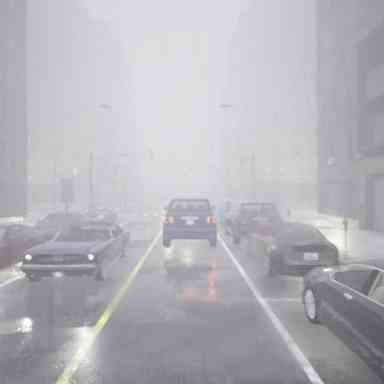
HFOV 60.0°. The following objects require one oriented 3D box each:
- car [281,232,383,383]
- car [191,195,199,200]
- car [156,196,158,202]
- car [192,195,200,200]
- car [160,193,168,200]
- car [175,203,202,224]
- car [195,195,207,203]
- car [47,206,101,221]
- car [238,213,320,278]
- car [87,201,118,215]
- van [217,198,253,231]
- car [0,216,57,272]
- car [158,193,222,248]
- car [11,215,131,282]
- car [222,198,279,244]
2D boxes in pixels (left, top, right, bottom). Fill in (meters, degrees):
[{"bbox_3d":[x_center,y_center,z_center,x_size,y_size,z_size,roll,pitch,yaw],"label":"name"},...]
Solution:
[{"bbox_3d":[2.821,1.529,4.309,2.008,1.369,4.403,0,0,-1],"label":"car"},{"bbox_3d":[0.768,1.434,93.014,1.887,1.381,4.507,0,0,-2],"label":"car"},{"bbox_3d":[-7.160,1.365,75.775,1.967,1.590,4.097,0,0,-2],"label":"car"},{"bbox_3d":[0.966,1.464,87.363,1.802,1.307,4.206,0,0,-2],"label":"car"},{"bbox_3d":[-7.754,1.245,92.730,2.192,1.841,5.009,0,0,-2],"label":"car"},{"bbox_3d":[-0.268,1.553,25.568,1.895,1.301,4.718,0,0,0],"label":"car"},{"bbox_3d":[1.754,1.332,64.761,1.967,1.590,4.097,0,0,-2],"label":"car"},{"bbox_3d":[-5.847,1.564,15.239,1.947,1.339,4.313,0,0,-1],"label":"car"},{"bbox_3d":[2.750,1.534,9.832,1.947,1.339,4.313,0,0,-1],"label":"car"},{"bbox_3d":[-5.918,1.428,20.763,1.967,1.590,4.097,0,0,-1],"label":"car"},{"bbox_3d":[2.606,1.288,20.878,1.690,1.788,3.998,0,0,-1],"label":"van"},{"bbox_3d":[-5.775,1.590,9.714,1.802,1.307,4.206,0,0,-1],"label":"car"},{"bbox_3d":[-0.105,1.193,14.880,2.150,2.045,5.566,0,0,-1],"label":"car"},{"bbox_3d":[-3.109,1.596,9.883,1.895,1.301,4.718,0,0,-1],"label":"car"},{"bbox_3d":[2.678,1.272,15.355,2.192,1.841,5.009,0,0,-1],"label":"car"}]
